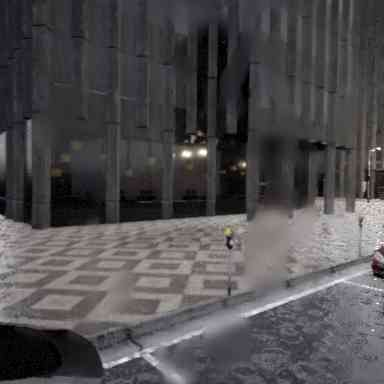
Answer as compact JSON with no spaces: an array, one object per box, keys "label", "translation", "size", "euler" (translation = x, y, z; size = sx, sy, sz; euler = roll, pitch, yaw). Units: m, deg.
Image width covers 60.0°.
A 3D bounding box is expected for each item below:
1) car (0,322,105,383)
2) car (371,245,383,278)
[{"label":"car","translation":[-2.418,1.495,1.276],"size":[4.313,1.339,1.947],"euler":[0,2,-40]},{"label":"car","translation":[6.172,1.474,8.519],"size":[4.206,1.307,1.802],"euler":[0,2,-40]}]
